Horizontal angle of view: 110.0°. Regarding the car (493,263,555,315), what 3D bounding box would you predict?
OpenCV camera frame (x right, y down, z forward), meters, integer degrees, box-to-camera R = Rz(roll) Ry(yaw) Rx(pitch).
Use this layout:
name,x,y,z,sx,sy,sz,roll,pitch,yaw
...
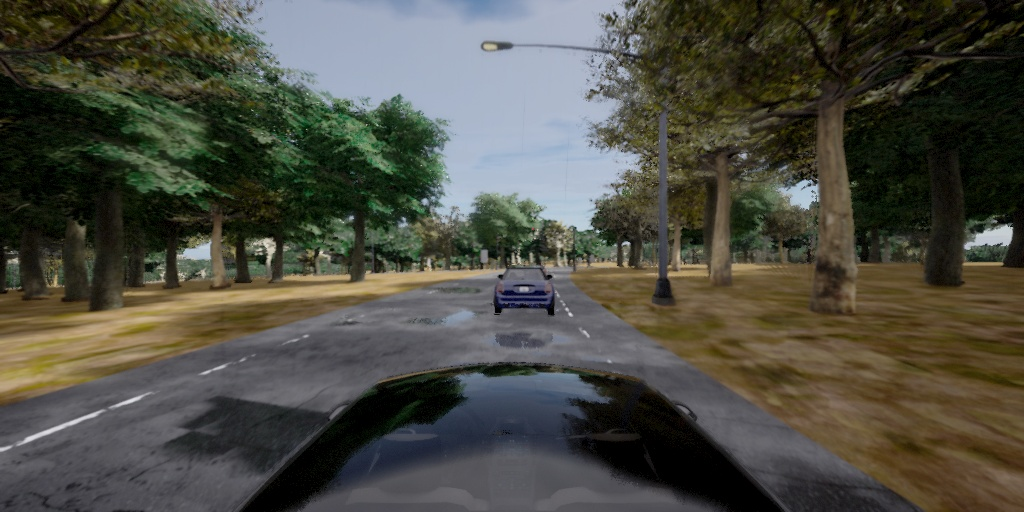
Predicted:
name,x,y,z,sx,sy,sz,roll,pitch,yaw
car,0.506,1.122,13.922,2.097,1.767,4.553,0,0,3
